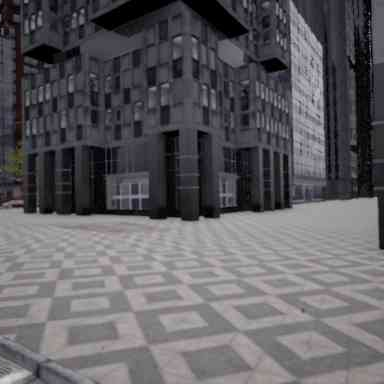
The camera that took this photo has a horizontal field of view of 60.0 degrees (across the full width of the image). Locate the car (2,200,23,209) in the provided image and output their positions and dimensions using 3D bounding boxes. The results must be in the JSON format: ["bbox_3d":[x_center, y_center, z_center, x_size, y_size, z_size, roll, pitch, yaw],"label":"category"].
[{"bbox_3d":[-33.600,2.298,62.987,1.967,1.590,4.097,-2,-1,35],"label":"car"}]

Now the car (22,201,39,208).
[{"bbox_3d":[-26.587,2.208,58.139,1.947,1.339,4.313,-2,-1,35],"label":"car"}]
